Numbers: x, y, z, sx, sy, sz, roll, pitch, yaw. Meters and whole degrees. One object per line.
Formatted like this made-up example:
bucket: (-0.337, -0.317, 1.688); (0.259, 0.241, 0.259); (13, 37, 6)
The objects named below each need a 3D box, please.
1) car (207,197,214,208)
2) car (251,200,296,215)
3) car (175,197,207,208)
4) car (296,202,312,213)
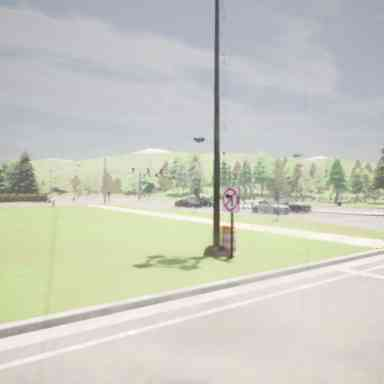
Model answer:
car: (2.303, 1.589, 50.885); (1.837, 1.490, 4.892); (0, -1, -35)
car: (8.442, 1.598, 35.854); (1.812, 1.442, 4.674); (0, 0, -35)
car: (-0.552, 1.620, 48.861); (2.033, 1.411, 5.357); (0, 0, -35)
car: (11.255, 1.682, 37.913); (1.895, 1.301, 4.718); (0, 0, -35)
